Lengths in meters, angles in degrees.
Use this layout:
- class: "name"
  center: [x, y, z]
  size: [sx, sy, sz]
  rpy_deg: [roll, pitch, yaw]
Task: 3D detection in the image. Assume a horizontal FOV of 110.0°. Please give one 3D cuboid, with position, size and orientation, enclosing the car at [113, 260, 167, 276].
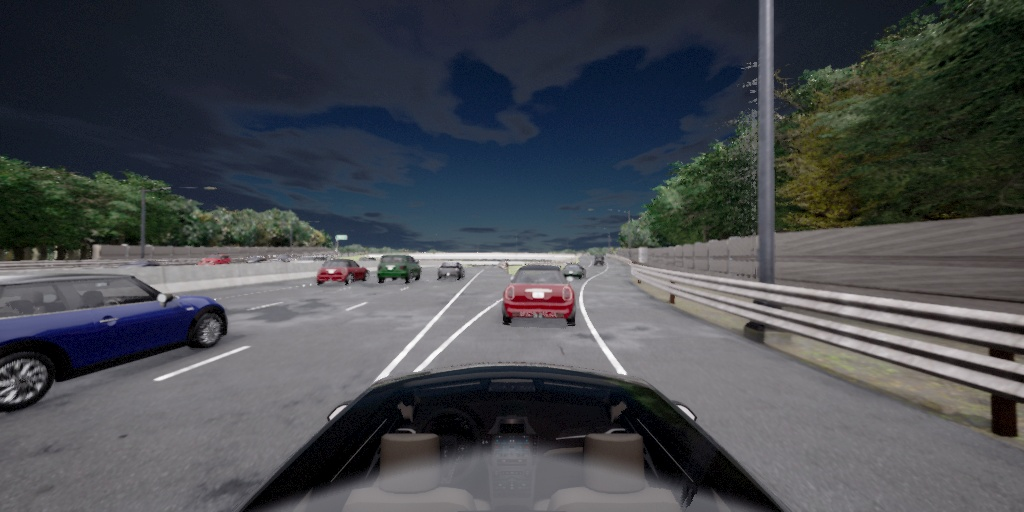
- class: "car"
  center: [-37.812, 1.183, 36.595]
  size: [1.994, 1.385, 4.181]
  rpy_deg: [1, 0, -16]

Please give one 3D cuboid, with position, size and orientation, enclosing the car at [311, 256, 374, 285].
- class: "car"
  center: [-11.726, 1.039, 25.187]
  size: [2.097, 1.767, 4.553]
  rpy_deg: [0, 0, -3]

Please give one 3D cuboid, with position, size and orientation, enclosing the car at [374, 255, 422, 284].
- class: "car"
  center: [-8.297, 0.929, 26.753]
  size: [2.150, 2.045, 5.566]
  rpy_deg: [0, 0, -3]

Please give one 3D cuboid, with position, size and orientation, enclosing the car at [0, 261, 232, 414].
- class: "car"
  center: [-7.296, 1.063, 6.083]
  size: [2.097, 1.767, 4.553]
  rpy_deg: [0, 0, -3]

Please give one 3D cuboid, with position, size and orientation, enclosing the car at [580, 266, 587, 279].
- class: "car"
  center: [5.732, 1.376, 33.169]
  size: [1.994, 1.385, 4.181]
  rpy_deg: [0, 0, 17]

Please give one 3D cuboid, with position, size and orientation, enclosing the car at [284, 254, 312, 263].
- class: "car"
  center: [-23.201, 0.959, 41.250]
  size: [2.150, 2.045, 5.566]
  rpy_deg: [0, -1, -3]

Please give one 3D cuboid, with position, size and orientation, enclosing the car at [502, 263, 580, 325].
- class: "car"
  center: [0.973, 1.086, 11.930]
  size: [2.097, 1.767, 4.553]
  rpy_deg: [0, 0, 7]

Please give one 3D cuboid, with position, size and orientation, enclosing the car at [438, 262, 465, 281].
- class: "car"
  center: [-5.070, 1.227, 30.384]
  size: [2.128, 1.511, 4.902]
  rpy_deg: [0, 0, -3]

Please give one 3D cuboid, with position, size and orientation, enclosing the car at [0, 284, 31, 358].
- class: "car"
  center: [-10.758, 1.260, 5.208]
  size: [1.994, 1.385, 4.181]
  rpy_deg: [0, 0, -3]

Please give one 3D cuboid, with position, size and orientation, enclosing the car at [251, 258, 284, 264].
- class: "car"
  center: [-26.669, 1.241, 40.514]
  size: [1.812, 1.442, 4.674]
  rpy_deg: [0, -1, -3]
